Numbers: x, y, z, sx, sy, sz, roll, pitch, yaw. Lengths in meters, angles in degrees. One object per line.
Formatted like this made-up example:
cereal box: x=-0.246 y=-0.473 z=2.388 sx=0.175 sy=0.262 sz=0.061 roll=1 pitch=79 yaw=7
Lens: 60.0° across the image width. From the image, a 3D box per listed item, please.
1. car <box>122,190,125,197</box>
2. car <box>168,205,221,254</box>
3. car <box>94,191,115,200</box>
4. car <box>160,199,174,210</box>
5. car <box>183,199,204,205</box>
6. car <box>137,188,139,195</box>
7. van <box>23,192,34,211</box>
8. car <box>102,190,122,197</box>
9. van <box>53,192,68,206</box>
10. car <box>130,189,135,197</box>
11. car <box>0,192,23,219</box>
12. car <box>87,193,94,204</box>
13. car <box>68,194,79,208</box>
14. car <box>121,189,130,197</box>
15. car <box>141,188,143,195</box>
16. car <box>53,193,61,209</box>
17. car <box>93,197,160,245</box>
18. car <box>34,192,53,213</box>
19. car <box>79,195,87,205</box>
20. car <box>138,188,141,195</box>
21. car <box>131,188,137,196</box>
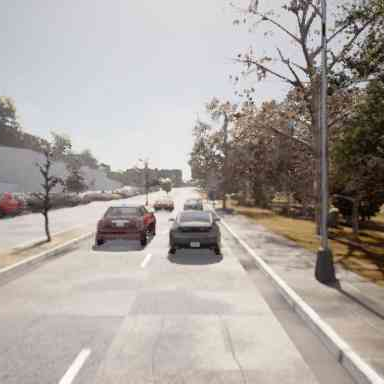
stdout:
car: x=-16.813 y=0.864 z=68.198 sx=4.674 sy=1.452 sz=2.002 roll=-1 pitch=1 yaw=-20
car: x=0.106 y=1.480 z=13.432 sx=1.837 sy=1.490 sz=4.892 roll=0 pitch=0 yaw=0
car: x=-16.792 y=0.975 z=59.201 sx=4.792 sy=1.488 sz=2.163 roll=-1 pitch=0 yaw=-20
car: x=-2.885 y=1.354 z=35.142 sx=1.895 sy=1.301 sz=4.718 roll=0 pitch=1 yaw=0
car: x=0.114 y=1.344 z=31.624 sx=2.033 sy=1.411 sz=5.357 roll=0 pitch=1 yaw=0
car: x=-16.792 y=0.510 z=86.220 sx=4.674 sy=1.452 sz=2.002 roll=-1 pitch=1 yaw=-20
van: x=-16.743 y=1.093 z=29.307 sx=4.442 sy=1.987 sz=1.878 roll=-1 pitch=0 yaw=-20
car: x=-16.983 y=0.868 z=65.124 sx=5.366 sy=1.575 sz=1.946 roll=-1 pitch=1 yaw=-20
van: x=-16.951 y=0.985 z=38.168 sx=4.442 sy=1.987 sz=1.878 roll=-1 pitch=1 yaw=-20
car: x=-16.627 y=0.662 z=77.269 sx=5.366 sy=1.575 sz=1.946 roll=-1 pitch=1 yaw=-20
car: x=-16.881 y=1.107 z=26.264 sx=5.566 sy=2.045 sz=2.435 roll=-1 pitch=1 yaw=-20
car: x=-16.804 y=1.125 z=47.196 sx=4.792 sy=1.488 sz=2.163 roll=-1 pitch=1 yaw=-20
car: x=-16.808 y=1.045 z=41.204 sx=4.553 sy=1.767 sz=2.185 roll=-1 pitch=1 yaw=-20
car: x=-16.783 y=0.528 z=71.212 sx=5.566 sy=2.045 sz=2.435 roll=-1 pitch=1 yaw=-20
car: x=-16.786 y=0.350 z=92.218 sx=4.674 sy=1.452 sz=2.002 roll=-1 pitch=1 yaw=-20
car: x=-16.836 y=1.247 z=35.232 sx=4.892 sy=1.521 sz=2.231 roll=-1 pitch=1 yaw=-20
car: x=-2.893 y=1.313 z=15.543 sx=2.097 sy=1.767 sz=4.553 roll=0 pitch=0 yaw=0
car: x=-16.824 y=1.032 z=32.260 sx=5.566 sy=2.045 sz=2.435 roll=-1 pitch=1 yaw=-20
car: x=-16.828 y=1.174 z=44.178 sx=4.674 sy=1.452 sz=2.002 roll=-1 pitch=1 yaw=-20
car: x=-16.819 y=0.265 z=89.204 sx=4.553 sy=1.767 sz=2.185 roll=-1 pitch=1 yaw=-20
car: x=-16.825 y=0.356 z=80.191 sx=5.566 sy=2.045 sz=2.435 roll=-1 pitch=1 yaw=-20
